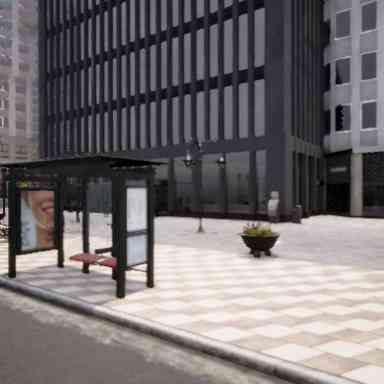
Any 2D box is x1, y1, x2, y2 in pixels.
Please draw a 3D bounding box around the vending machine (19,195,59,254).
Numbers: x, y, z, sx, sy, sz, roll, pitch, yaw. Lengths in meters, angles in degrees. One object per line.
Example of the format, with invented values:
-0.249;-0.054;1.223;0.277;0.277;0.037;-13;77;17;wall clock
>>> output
-5.861;1.186;12.745;0.880;2.100;1.100;0;0;35;vending machine
